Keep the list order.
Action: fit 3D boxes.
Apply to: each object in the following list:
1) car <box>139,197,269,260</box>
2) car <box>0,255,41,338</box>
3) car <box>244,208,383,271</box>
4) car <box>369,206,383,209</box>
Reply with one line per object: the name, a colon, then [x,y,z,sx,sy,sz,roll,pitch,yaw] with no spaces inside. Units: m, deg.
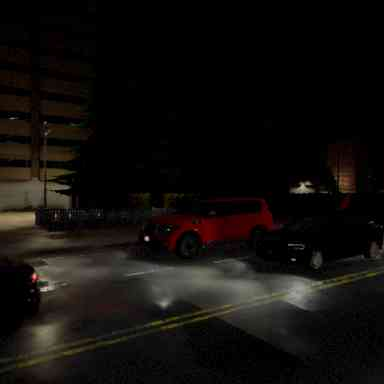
car: [0.749,1.220,12.865,5.566,2.045,2.150,0,0,-34]
car: [-4.596,1.563,5.042,4.181,1.385,1.994,0,0,-35]
car: [4.333,1.478,11.052,5.008,1.535,1.882,0,0,-34]
car: [11.554,1.547,20.053,5.357,1.411,2.033,0,0,-34]
